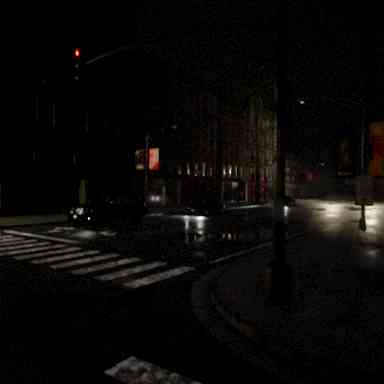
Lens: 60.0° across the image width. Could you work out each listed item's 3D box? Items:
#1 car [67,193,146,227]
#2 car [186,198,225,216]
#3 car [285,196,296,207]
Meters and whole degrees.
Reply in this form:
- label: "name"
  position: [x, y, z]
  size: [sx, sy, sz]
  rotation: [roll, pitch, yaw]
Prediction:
- label: "car"
  position: [-5.386, 1.090, 21.920]
  size: [2.150, 2.045, 5.566]
  rotation: [1, 0, 33]
- label: "car"
  position: [1.400, 1.363, 31.452]
  size: [1.837, 1.490, 4.892]
  rotation: [1, 1, 35]
- label: "car"
  position: [13.708, 1.354, 48.669]
  size: [1.837, 1.490, 4.892]
  rotation: [1, 0, 36]
